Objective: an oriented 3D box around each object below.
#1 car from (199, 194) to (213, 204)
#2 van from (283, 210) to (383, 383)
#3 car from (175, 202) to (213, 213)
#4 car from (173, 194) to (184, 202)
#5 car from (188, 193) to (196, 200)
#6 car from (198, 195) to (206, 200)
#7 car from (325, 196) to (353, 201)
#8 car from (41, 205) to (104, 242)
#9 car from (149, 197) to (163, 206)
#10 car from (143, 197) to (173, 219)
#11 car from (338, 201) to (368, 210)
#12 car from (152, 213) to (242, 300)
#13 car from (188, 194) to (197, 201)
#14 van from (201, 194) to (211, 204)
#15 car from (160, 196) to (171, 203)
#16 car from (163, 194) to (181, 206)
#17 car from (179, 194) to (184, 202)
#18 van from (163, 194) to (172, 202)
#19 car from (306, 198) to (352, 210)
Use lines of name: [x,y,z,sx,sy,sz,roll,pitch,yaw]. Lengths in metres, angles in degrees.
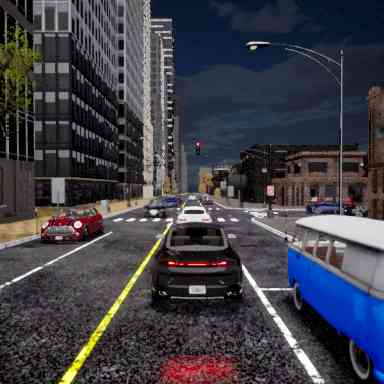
car: [2.732,1.425,59.712,1.967,1.590,4.097,-1,0,0]
van: [2.680,1.340,5.091,1.690,1.788,3.998,-1,0,0]
car: [0.111,1.520,18.739,1.812,1.442,4.674,0,0,0]
car: [-2.931,1.338,73.774,2.097,1.767,4.553,0,0,0]
car: [0.084,1.257,91.027,2.097,1.767,4.553,0,0,0]
car: [2.765,1.531,93.576,2.008,1.369,4.403,-1,0,0]
car: [16.563,1.411,39.410,5.009,1.841,2.192,1,0,1]
car: [-5.689,1.435,16.183,1.967,1.590,4.097,-1,0,0]
car: [-5.790,1.512,53.960,1.752,1.417,4.829,-1,0,0]
car: [-3.075,1.483,29.155,2.128,1.511,4.902,0,0,0]
car: [16.446,1.793,31.034,4.313,1.339,1.947,1,0,1]
car: [0.105,1.502,8.382,1.837,1.490,4.892,0,0,0]
car: [0.075,1.504,81.023,1.812,1.442,4.674,0,0,0]
van: [2.736,1.325,65.356,1.690,1.788,3.998,-1,0,0]
car: [-5.603,1.549,71.063,1.947,1.339,4.313,-1,0,0]
car: [-3.048,1.513,49.934,1.812,1.442,4.674,0,0,0]
car: [-3.007,1.547,62.195,1.994,1.385,4.181,0,0,0]
van: [-5.601,1.323,76.707,1.690,1.788,3.998,-1,0,0]
car: [14.850,1.684,36.849,4.181,1.385,1.994,1,1,1]
